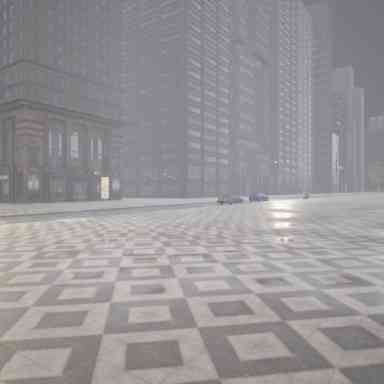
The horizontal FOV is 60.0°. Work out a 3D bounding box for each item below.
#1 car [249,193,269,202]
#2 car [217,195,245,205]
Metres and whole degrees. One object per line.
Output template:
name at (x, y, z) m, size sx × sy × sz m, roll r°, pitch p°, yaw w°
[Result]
car at (11.160, 0.906, 55.108) m, size 1.882 × 1.535 × 5.008 m, roll 0°, pitch 1°, yaw 35°
car at (5.544, 1.064, 47.133) m, size 2.033 × 1.411 × 5.357 m, roll 0°, pitch 1°, yaw 36°
